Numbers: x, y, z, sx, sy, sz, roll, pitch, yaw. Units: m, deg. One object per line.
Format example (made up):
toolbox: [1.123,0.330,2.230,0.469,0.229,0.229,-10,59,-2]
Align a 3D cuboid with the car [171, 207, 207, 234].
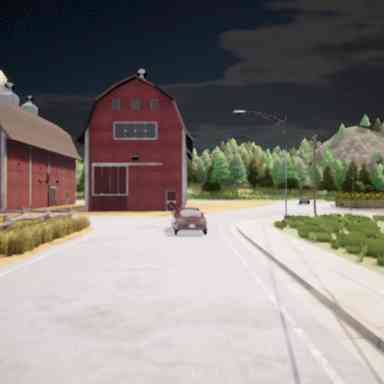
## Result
car: [-0.230,1.597,19.550,1.812,1.442,4.674,0,0,-6]

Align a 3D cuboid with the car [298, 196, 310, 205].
car: [20.678,1.552,61.347,2.128,1.511,4.902,0,0,19]
